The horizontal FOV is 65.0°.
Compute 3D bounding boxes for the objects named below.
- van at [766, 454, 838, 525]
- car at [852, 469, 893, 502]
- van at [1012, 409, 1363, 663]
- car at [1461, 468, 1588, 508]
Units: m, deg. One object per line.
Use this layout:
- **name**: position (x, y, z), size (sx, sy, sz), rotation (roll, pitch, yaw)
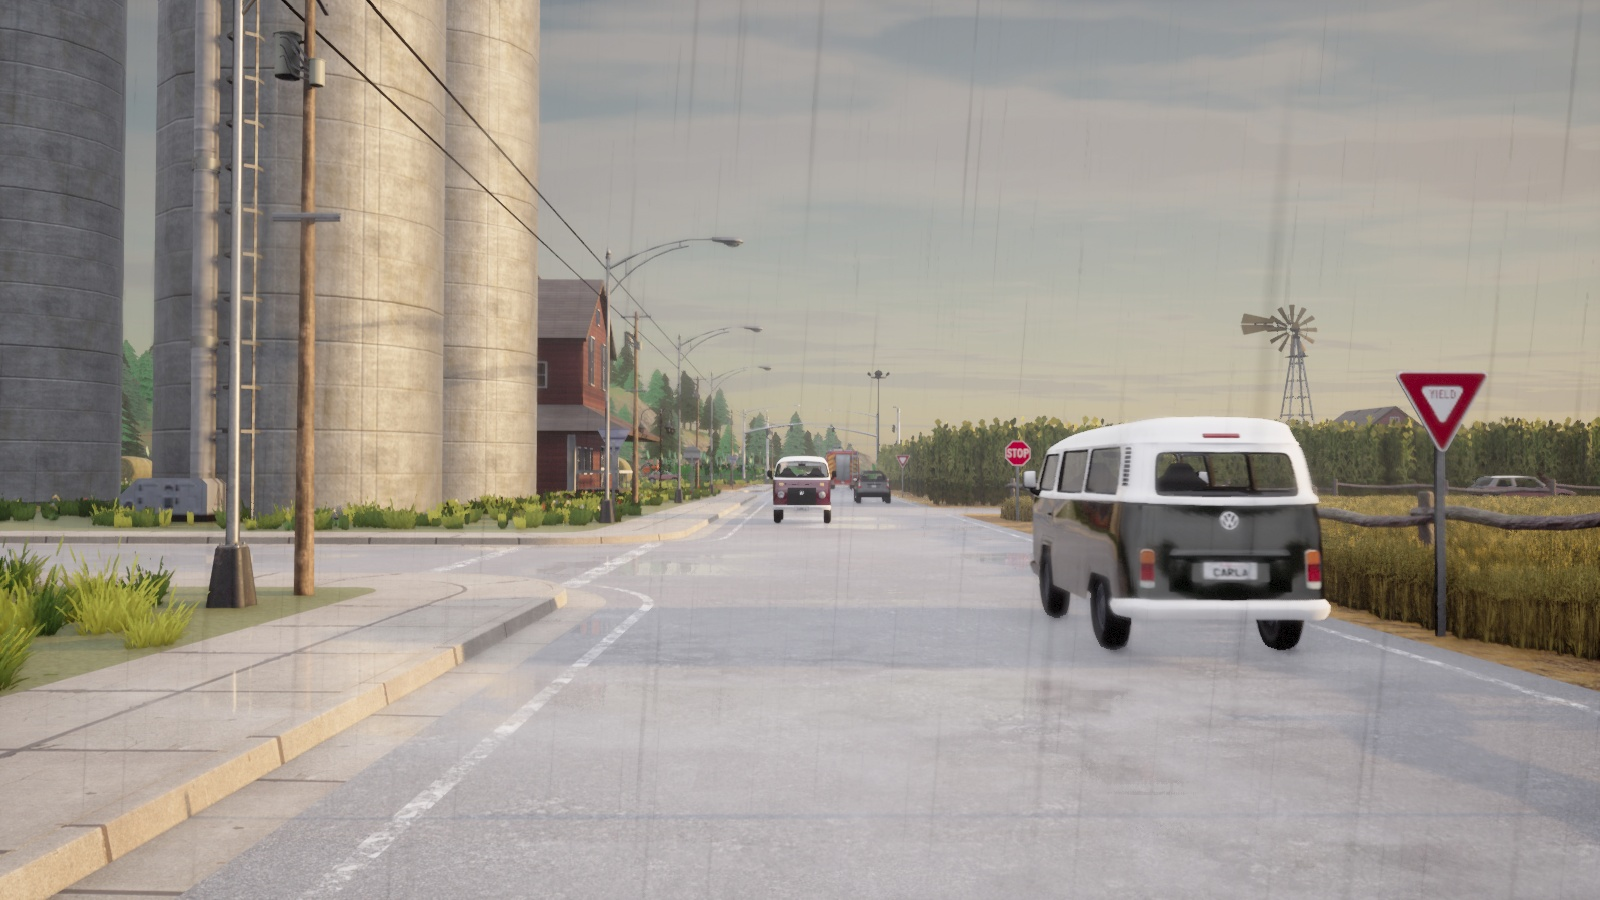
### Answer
- **van**: position (0.093, 1.191, 38.866), size (2.069, 2.038, 4.480), rotation (0, -1, 1)
- **car**: position (3.626, 1.764, 63.368), size (1.851, 1.617, 3.988), rotation (0, -1, 0)
- **van**: position (3.503, 0.732, 12.375), size (2.069, 2.038, 4.480), rotation (0, -1, 0)
- **car**: position (28.205, 1.474, 48.991), size (3.806, 1.475, 1.970), rotation (0, -1, 0)
